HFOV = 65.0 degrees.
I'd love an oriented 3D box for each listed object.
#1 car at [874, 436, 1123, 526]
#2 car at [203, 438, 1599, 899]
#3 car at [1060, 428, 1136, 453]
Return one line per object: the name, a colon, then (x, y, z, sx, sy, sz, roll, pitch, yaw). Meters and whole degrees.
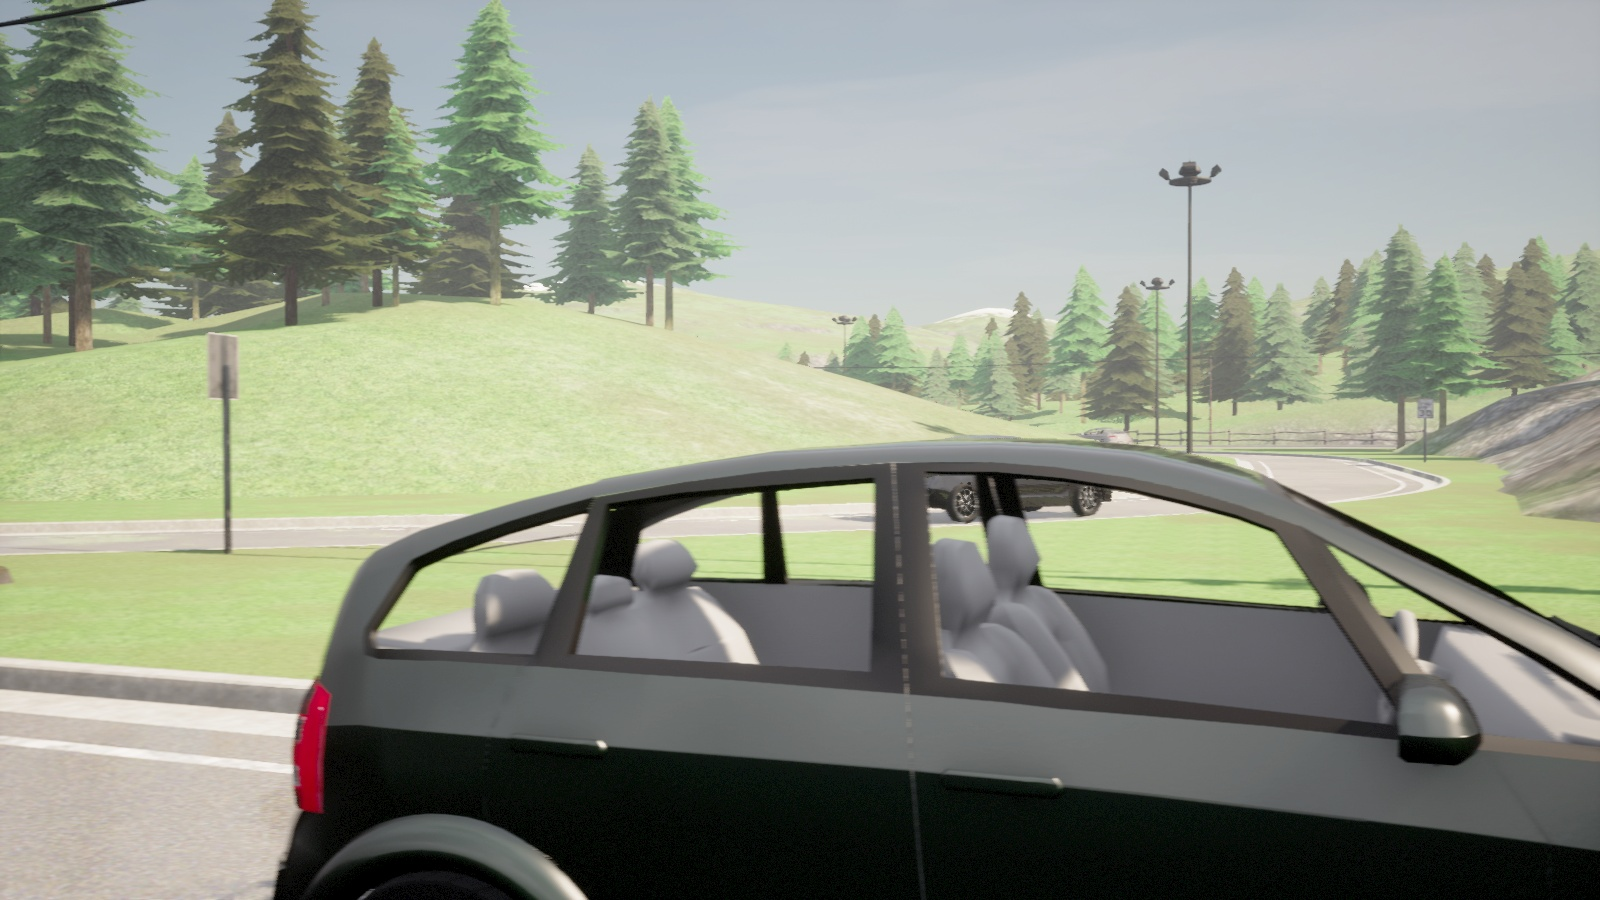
car: (3.587, 0.493, 22.517, 4.193, 1.474, 1.816, 0, 1, -30)
car: (0.773, 0.761, 2.933, 3.705, 1.549, 1.789, 0, 1, 19)
car: (19.770, -0.658, 83.496, 2.152, 1.651, 5.027, 0, 1, -28)
